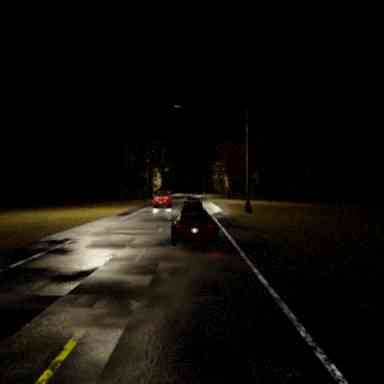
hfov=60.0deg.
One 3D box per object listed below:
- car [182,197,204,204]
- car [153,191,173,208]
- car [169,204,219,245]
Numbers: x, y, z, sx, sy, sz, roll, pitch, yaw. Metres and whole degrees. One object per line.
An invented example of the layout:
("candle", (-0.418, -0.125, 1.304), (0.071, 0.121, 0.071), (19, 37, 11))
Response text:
("car", (0.081, 1.233, 32.394), (1.837, 1.490, 4.892), (0, 1, 0))
("car", (-3.563, 0.872, 41.405), (2.150, 2.045, 5.566), (0, 0, 0))
("car", (0.102, 1.438, 14.842), (1.994, 1.385, 4.181), (0, 1, 0))
